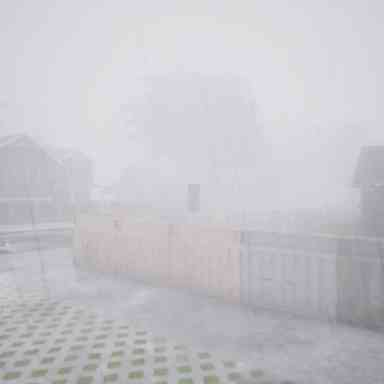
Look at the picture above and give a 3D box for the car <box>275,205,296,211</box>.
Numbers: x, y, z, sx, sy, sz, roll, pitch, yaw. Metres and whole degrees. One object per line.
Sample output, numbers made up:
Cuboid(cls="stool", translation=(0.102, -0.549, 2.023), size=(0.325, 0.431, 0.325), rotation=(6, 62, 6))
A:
Cuboid(cls="car", translation=(13.362, 2.606, 47.419), size=(1.994, 1.385, 4.181), rotation=(1, -1, 36))
